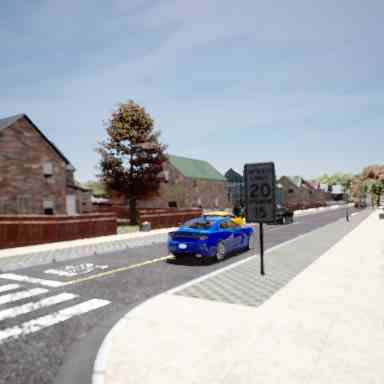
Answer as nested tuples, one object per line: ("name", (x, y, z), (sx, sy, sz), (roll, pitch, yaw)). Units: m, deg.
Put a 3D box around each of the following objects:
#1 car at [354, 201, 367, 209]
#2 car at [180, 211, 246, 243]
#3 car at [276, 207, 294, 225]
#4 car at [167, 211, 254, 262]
("car", (39.098, 2.967, 77.635), (2.097, 1.767, 4.553), (-2, -2, 31))
("car", (1.416, 1.955, 19.902), (1.882, 1.535, 5.008), (-2, -2, 31))
("car", (8.219, 2.196, 31.316), (1.882, 1.535, 5.008), (-2, -2, 31))
("car", (0.939, 1.760, 13.535), (1.882, 1.535, 5.008), (-2, -2, 31))
